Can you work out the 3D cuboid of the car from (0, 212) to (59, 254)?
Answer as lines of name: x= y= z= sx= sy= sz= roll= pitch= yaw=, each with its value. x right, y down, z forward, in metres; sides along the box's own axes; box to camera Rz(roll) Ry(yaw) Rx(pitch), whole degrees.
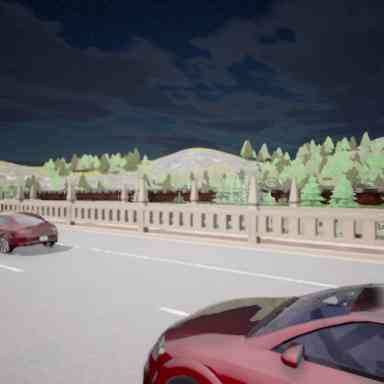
car: x=-7.289 y=1.537 z=13.497 sx=4.674 sy=1.442 sz=1.812 roll=0 pitch=0 yaw=36

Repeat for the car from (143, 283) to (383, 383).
car: x=1.559 y=1.564 z=2.879 sx=4.181 sy=1.385 sz=1.994 roll=0 pitch=0 yaw=36
